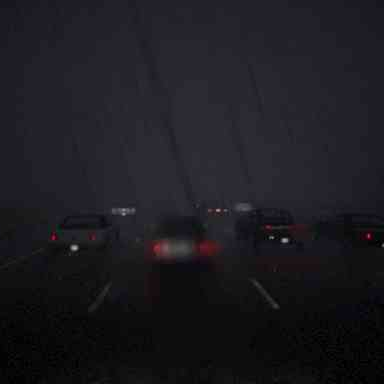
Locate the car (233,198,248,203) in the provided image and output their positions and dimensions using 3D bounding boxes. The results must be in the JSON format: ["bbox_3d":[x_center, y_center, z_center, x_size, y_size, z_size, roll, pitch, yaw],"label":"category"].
[{"bbox_3d":[4.372,1.345,32.033,1.812,1.442,4.674,0,0,-9],"label":"car"}]

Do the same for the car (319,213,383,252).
[{"bbox_3d":[6.482,1.519,13.573,1.895,1.301,4.718,0,0,-4],"label":"car"}]

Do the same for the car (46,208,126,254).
[{"bbox_3d":[-4.014,1.533,13.177,1.895,1.301,4.718,0,0,-4],"label":"car"}]

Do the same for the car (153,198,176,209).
[{"bbox_3d":[-2.678,1.306,31.810,1.882,1.535,5.008,0,0,-9],"label":"car"}]

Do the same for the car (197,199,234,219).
[{"bbox_3d":[1.568,1.398,26.995,2.033,1.411,5.357,0,0,-8],"label":"car"}]

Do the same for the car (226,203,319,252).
[{"bbox_3d":[2.969,1.410,13.577,2.128,1.511,4.902,0,0,-4],"label":"car"}]

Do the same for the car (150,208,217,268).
[{"bbox_3d":[-0.372,1.487,11.018,2.033,1.411,5.357,0,0,-3],"label":"car"}]

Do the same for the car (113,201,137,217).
[{"bbox_3d":[-5.703,1.451,28.481,1.895,1.301,4.718,0,0,-8],"label":"car"}]
